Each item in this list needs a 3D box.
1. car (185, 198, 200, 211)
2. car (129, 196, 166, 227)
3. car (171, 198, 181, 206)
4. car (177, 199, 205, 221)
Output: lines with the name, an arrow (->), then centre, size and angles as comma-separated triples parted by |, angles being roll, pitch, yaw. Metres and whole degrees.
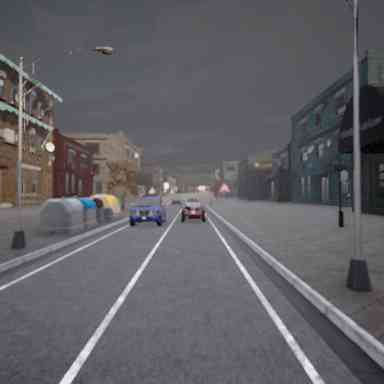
car -> 0.088, 1.694, 45.502 | 2.033, 1.649, 4.856 | 0, 0, 0
car -> -3.095, 1.337, 24.248 | 2.150, 2.045, 5.566 | 0, 0, 0
car -> -3.000, 1.894, 65.156 | 2.033, 1.411, 5.357 | 0, 0, 0
car -> 0.104, 1.648, 28.502 | 2.163, 1.488, 4.792 | 0, 0, 0
